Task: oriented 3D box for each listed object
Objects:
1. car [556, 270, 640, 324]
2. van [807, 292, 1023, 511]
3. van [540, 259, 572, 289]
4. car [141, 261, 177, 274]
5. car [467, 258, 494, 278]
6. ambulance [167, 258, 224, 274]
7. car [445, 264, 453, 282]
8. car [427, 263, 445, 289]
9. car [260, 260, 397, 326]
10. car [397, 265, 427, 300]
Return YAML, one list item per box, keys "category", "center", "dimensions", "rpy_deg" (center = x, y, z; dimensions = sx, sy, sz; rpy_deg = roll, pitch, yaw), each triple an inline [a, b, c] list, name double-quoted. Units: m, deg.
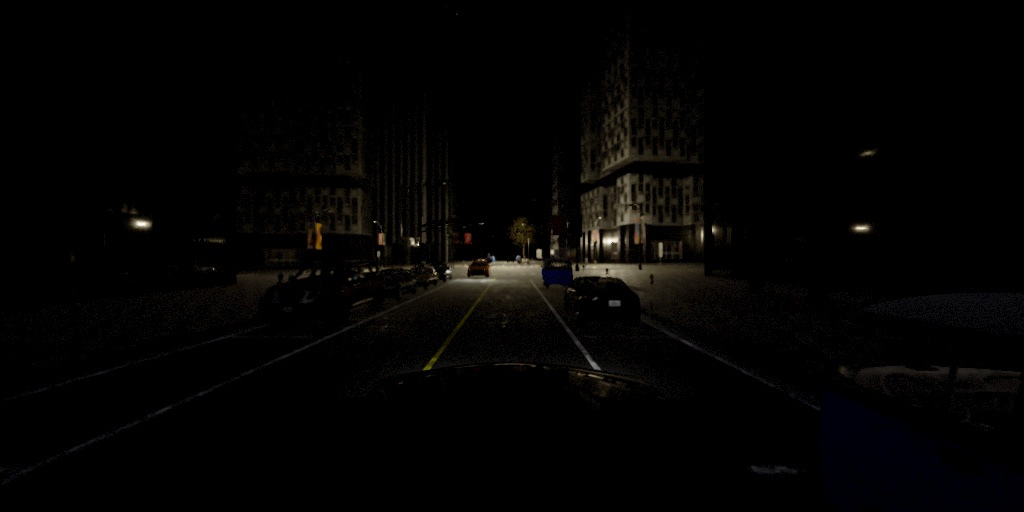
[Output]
- category: "car"
  center: [2.768, 1.302, 11.730]
  dimensions: [1.948, 1.339, 4.313]
  rpy_deg: [0, 0, 0]
- category: "van"
  center: [2.763, 1.092, 0.705]
  dimensions: [1.690, 1.789, 3.998]
  rpy_deg: [0, 0, 0]
- category: "van"
  center: [2.773, 1.061, 22.755]
  dimensions: [1.690, 1.789, 3.998]
  rpy_deg: [0, 0, 0]
- category: "car"
  center: [-44.818, 1.866, 44.883]
  dimensions: [4.553, 1.767, 2.097]
  rpy_deg: [-1, 0, 0]
- category: "car"
  center: [-3.002, 1.185, 33.351]
  dimensions: [1.882, 1.535, 5.008]
  rpy_deg: [0, 0, 0]
- category: "ambulance"
  center: [-42.562, 1.488, 48.191]
  dimensions: [6.366, 2.431, 2.351]
  rpy_deg: [-1, 0, 0]
- category: "car"
  center: [-5.750, 1.264, 28.269]
  dimensions: [2.007, 1.370, 4.403]
  rpy_deg: [0, 0, 0]
- category: "car"
  center: [-5.752, 1.247, 22.587]
  dimensions: [1.751, 1.417, 4.829]
  rpy_deg: [0, 0, 0]
- category: "car"
  center: [-5.757, 1.051, 11.731]
  dimensions: [2.192, 1.841, 5.009]
  rpy_deg: [0, 0, 0]
- category: "car"
  center: [-5.755, 1.279, 17.244]
  dimensions: [2.007, 1.370, 4.403]
  rpy_deg: [0, 0, 0]
